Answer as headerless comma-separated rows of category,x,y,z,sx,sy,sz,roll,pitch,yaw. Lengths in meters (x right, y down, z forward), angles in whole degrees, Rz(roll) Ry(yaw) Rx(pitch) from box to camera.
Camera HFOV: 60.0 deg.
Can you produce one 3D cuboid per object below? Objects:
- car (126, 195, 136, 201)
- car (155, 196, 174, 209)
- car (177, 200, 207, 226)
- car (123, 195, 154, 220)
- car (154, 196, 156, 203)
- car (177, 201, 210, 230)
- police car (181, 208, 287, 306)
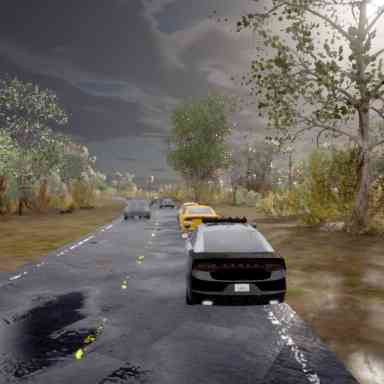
car,-15.679,1.498,85.386,1.837,1.490,4.892,0,0,-17
car,-3.577,1.543,46.143,2.033,1.411,5.357,0,0,-9
car,-0.141,1.453,24.425,1.801,1.575,5.366,0,0,-5
car,-4.435,1.351,27.582,2.097,1.767,4.553,0,0,-6
car,-6.817,1.519,63.503,1.812,1.442,4.674,0,0,-12
car,0.313,1.477,18.204,1.882,1.535,5.008,0,0,-4
police car,0.774,1.425,8.246,1.930,1.638,5.238,0,0,-2
